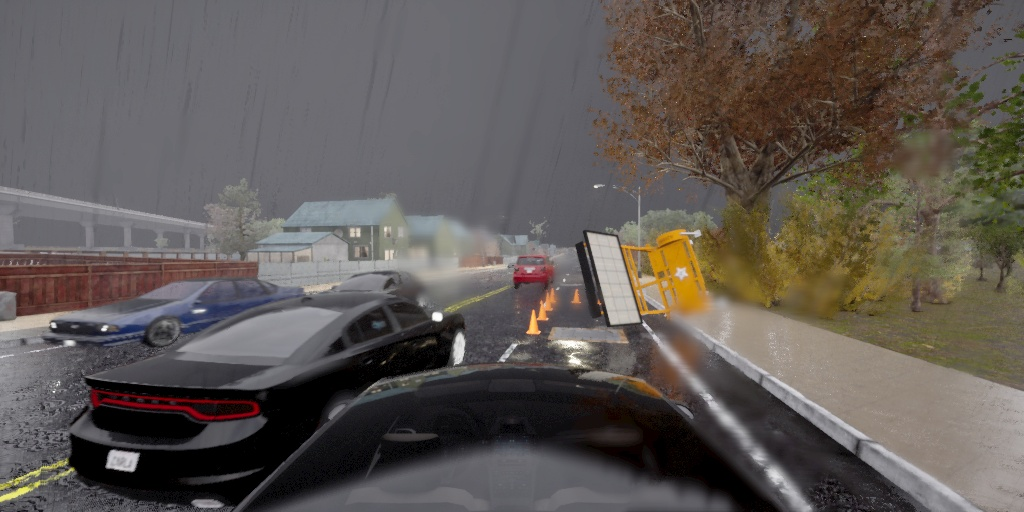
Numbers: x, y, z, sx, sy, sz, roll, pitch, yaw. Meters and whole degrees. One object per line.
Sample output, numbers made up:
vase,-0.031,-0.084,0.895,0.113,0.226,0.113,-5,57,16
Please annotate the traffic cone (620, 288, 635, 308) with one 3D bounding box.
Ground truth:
traffic cone,4.700,1.695,14.593,0.340,0.580,0.340,0,0,12

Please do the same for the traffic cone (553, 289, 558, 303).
traffic cone,1.762,1.696,15.194,0.340,0.580,0.340,0,0,12

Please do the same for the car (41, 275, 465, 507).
car,-2.152,1.226,4.865,1.882,1.535,5.008,0,0,12

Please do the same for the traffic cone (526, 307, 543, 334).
traffic cone,0.562,1.700,9.315,0.340,0.580,0.340,0,0,12

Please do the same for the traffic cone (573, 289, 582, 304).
traffic cone,2.741,1.695,14.994,0.340,0.580,0.340,0,0,12

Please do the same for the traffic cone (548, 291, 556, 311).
traffic cone,1.362,1.697,13.234,0.340,0.580,0.340,0,0,12

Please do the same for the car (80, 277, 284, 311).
car,-8.039,1.296,9.557,2.033,1.411,5.357,0,0,12

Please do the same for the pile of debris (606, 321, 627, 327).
pile of debris,1.897,1.910,9.055,1.860,0.140,1.500,0,0,11

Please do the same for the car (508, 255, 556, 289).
car,1.535,0.956,22.931,2.150,2.045,5.566,0,0,12

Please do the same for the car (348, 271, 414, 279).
car,-4.323,1.251,11.482,1.837,1.490,4.892,0,0,12

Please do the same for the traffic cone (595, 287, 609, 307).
traffic cone,3.720,1.695,14.795,0.340,0.580,0.340,0,0,12

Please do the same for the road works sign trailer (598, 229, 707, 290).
road works sign trailer,4.568,-0.997,10.703,2.880,3.560,2.380,0,0,-25

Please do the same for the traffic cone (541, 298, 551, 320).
traffic cone,0.962,1.699,11.275,0.340,0.580,0.340,0,0,12
